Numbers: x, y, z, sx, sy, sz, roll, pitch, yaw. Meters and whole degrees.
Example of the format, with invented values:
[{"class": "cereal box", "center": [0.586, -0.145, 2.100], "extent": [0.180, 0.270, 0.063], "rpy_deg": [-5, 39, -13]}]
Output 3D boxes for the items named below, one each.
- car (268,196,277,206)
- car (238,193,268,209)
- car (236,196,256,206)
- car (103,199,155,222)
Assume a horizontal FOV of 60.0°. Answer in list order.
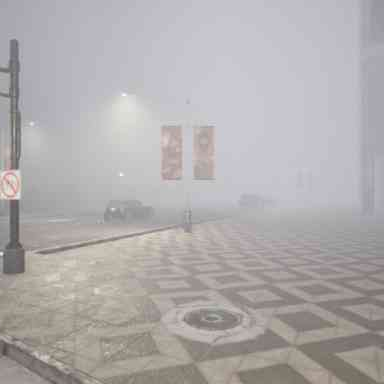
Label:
[{"class": "car", "center": [12.834, 1.446, 55.076], "extent": [2.128, 1.511, 4.902], "rpy_deg": [0, 0, 26]}, {"class": "car", "center": [8.317, 1.186, 45.748], "extent": [2.150, 2.045, 5.566], "rpy_deg": [0, 0, 26]}, {"class": "car", "center": [8.893, 1.467, 54.190], "extent": [1.837, 1.490, 4.892], "rpy_deg": [0, 0, 26]}, {"class": "car", "center": [-4.819, 1.341, 26.142], "extent": [2.097, 1.767, 4.553], "rpy_deg": [0, 0, 26]}]
